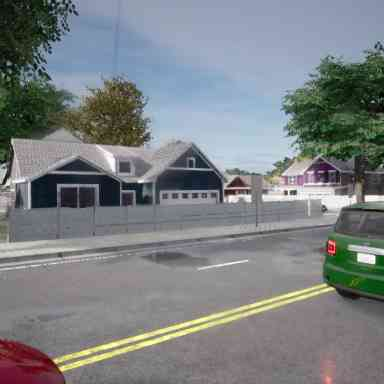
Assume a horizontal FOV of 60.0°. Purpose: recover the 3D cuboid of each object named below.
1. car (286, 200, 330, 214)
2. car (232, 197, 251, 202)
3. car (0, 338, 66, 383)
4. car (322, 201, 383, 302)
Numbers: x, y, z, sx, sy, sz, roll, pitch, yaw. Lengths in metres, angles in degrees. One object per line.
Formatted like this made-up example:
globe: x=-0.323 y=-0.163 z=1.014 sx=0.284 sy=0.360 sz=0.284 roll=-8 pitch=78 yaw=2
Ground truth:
car: x=12.646 y=1.574 z=36.443 sx=1.994 sy=1.385 sz=4.181 roll=-1 pitch=0 yaw=-34
car: x=7.328 y=1.430 z=44.766 sx=2.097 sy=1.767 sz=4.553 roll=-1 pitch=0 yaw=-31
car: x=-3.071 y=1.476 z=1.252 sx=5.008 sy=1.535 sz=1.882 roll=0 pitch=0 yaw=-35
car: x=5.144 y=1.209 z=7.149 sx=5.566 sy=2.045 sz=2.150 roll=0 pitch=0 yaw=-35
